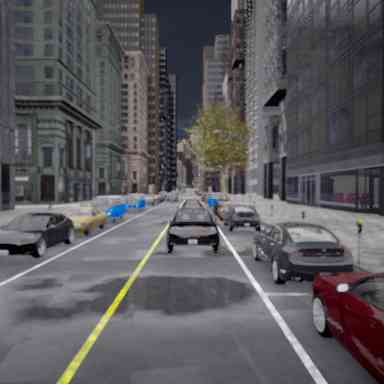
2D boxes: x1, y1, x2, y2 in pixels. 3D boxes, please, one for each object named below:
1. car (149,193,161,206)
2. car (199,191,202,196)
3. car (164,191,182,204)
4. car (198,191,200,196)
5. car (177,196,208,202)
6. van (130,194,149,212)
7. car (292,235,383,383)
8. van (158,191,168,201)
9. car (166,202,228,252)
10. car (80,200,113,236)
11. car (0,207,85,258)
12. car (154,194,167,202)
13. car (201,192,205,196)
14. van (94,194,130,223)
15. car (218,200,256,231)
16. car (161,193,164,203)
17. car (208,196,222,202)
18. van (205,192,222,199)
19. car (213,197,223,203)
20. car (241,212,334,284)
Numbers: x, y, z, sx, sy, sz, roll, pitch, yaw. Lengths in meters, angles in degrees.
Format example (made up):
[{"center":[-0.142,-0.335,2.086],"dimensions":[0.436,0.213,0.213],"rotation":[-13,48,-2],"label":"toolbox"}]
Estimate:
[{"center":[-5.752,1.176,44.804],"dimensions":[2.008,1.369,4.403],"rotation":[0,0,0],"label":"car"},{"center":[2.775,0.854,55.981],"dimensions":[2.192,1.841,5.009],"rotation":[0,0,0],"label":"car"},{"center":[-3.067,1.062,53.502],"dimensions":[1.837,1.490,4.892],"rotation":[0,0,0],"label":"car"},{"center":[2.786,0.942,72.022],"dimensions":[1.752,1.417,4.829],"rotation":[0,0,0],"label":"car"},{"center":[0.056,1.325,28.402],"dimensions":[1.994,1.385,4.181],"rotation":[0,1,0],"label":"car"},{"center":[-5.755,1.054,33.977],"dimensions":[1.690,1.788,3.998],"rotation":[0,0,0],"label":"van"},{"center":[2.762,1.513,3.646],"dimensions":[1.887,1.381,4.507],"rotation":[0,0,0],"label":"car"},{"center":[-5.747,0.798,66.455],"dimensions":[1.690,1.788,3.998],"rotation":[0,0,0],"label":"van"},{"center":[0.050,1.378,13.200],"dimensions":[2.128,1.511,4.902],"rotation":[0,1,0],"label":"car"},{"center":[-5.759,1.374,17.569],"dimensions":[1.752,1.417,4.829],"rotation":[0,0,0],"label":"car"},{"center":[-5.760,1.459,12.326],"dimensions":[1.947,1.339,4.313],"rotation":[0,0,0],"label":"car"},{"center":[-5.748,1.064,61.044],"dimensions":[1.947,1.339,4.313],"rotation":[0,0,0],"label":"car"},{"center":[2.774,1.131,50.694],"dimensions":[2.008,1.369,4.403],"rotation":[0,0,0],"label":"car"},{"center":[-5.758,1.143,23.150],"dimensions":[1.690,1.788,3.998],"rotation":[0,0,0],"label":"van"},{"center":[2.766,1.389,18.961],"dimensions":[2.008,1.369,4.403],"rotation":[0,0,0],"label":"car"},{"center":[-5.751,1.165,50.217],"dimensions":[1.802,1.307,4.206],"rotation":[0,0,0],"label":"car"},{"center":[2.769,1.317,29.540],"dimensions":[1.947,1.339,4.313],"rotation":[0,0,0],"label":"car"},{"center":[2.771,1.006,40.115],"dimensions":[1.690,1.788,3.998],"rotation":[0,0,0],"label":"van"},{"center":[2.768,1.318,24.420],"dimensions":[1.752,1.417,4.829],"rotation":[0,0,0],"label":"car"},{"center":[2.764,1.472,9.090],"dimensions":[2.008,1.369,4.403],"rotation":[0,0,0],"label":"car"}]
